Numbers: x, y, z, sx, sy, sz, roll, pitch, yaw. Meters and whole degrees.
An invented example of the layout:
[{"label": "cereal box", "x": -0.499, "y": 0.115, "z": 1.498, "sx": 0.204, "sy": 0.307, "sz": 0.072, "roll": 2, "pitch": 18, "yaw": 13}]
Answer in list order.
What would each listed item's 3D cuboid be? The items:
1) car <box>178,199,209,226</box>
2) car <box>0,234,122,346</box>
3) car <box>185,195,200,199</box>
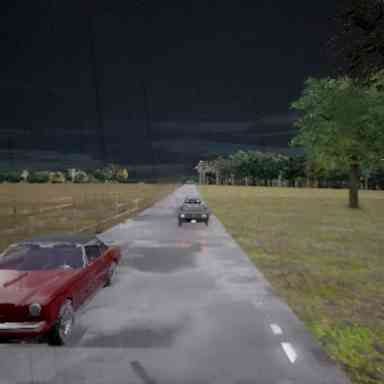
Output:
[{"label": "car", "x": 0.089, "y": 1.385, "z": 21.583, "sx": 1.895, "sy": 1.301, "sz": 4.718, "roll": 0, "pitch": 1, "yaw": 0}, {"label": "car", "x": -2.754, "y": 1.578, "z": 6.437, "sx": 1.895, "sy": 1.301, "sz": 4.718, "roll": 0, "pitch": 0, "yaw": 0}, {"label": "car", "x": 0.080, "y": 1.029, "z": 39.414, "sx": 1.895, "sy": 1.301, "sz": 4.718, "roll": 0, "pitch": 1, "yaw": 0}]
